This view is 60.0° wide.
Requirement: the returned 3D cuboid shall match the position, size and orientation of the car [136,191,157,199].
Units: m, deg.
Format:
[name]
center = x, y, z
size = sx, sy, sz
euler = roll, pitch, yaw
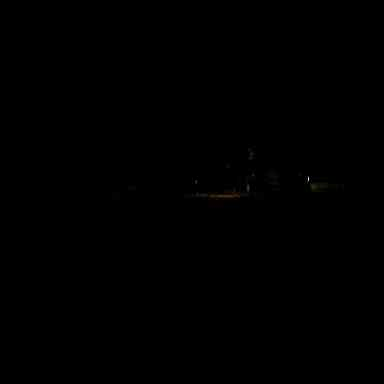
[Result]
[car]
center = -9.124, 0.564, 66.415
size = 1.882, 1.535, 5.008
euler = -2, 0, 36
